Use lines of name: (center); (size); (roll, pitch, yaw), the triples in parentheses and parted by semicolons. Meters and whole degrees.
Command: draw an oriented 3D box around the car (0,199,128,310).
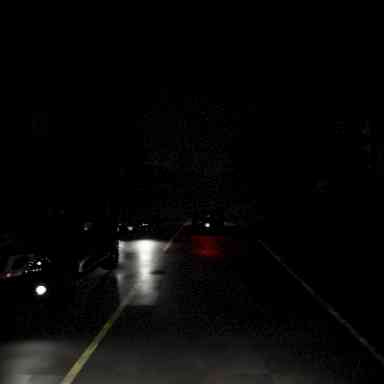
car: (-3.371, 1.222, 8.199); (2.150, 2.045, 5.566); (0, 0, 2)

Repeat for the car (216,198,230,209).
car: (4.092, 1.560, 44.854); (1.812, 1.442, 4.674); (0, 0, 9)

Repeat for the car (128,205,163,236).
car: (-2.792, 1.512, 18.479); (1.837, 1.490, 4.892); (0, 0, 4)

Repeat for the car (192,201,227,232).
car: (1.028, 1.519, 20.268); (1.837, 1.490, 4.892); (0, 0, 4)
